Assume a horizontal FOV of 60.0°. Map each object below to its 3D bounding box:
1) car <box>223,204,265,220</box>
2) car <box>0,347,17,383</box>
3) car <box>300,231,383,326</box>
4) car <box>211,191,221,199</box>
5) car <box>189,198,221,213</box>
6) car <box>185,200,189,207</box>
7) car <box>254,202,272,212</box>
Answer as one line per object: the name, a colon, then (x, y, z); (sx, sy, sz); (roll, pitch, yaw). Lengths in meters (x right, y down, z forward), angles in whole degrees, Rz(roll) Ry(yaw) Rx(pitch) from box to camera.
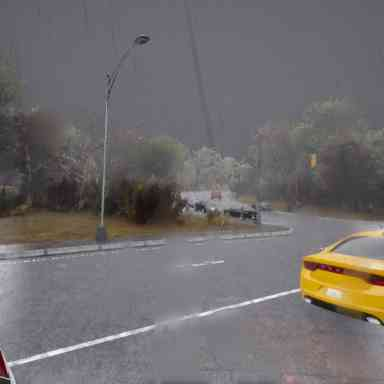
car: (5.105, 2.147, 34.294); (1.895, 1.301, 4.718); (3, -1, -22)
car: (-3.240, 1.353, 1.440); (4.553, 1.767, 2.097); (0, 0, -35)
car: (4.352, 1.542, 6.855); (5.008, 1.535, 1.882); (1, -1, -35)
car: (5.737, 0.741, 78.963); (2.150, 2.045, 5.566); (2, 2, -1)
car: (1.773, 1.926, 43.099); (2.128, 1.511, 4.902); (2, 0, -19)
car: (-1.046, 1.726, 52.688); (1.994, 1.385, 4.181); (2, 1, -14)
car: (10.452, 2.253, 50.920); (1.837, 1.490, 4.892); (2, 1, -17)
